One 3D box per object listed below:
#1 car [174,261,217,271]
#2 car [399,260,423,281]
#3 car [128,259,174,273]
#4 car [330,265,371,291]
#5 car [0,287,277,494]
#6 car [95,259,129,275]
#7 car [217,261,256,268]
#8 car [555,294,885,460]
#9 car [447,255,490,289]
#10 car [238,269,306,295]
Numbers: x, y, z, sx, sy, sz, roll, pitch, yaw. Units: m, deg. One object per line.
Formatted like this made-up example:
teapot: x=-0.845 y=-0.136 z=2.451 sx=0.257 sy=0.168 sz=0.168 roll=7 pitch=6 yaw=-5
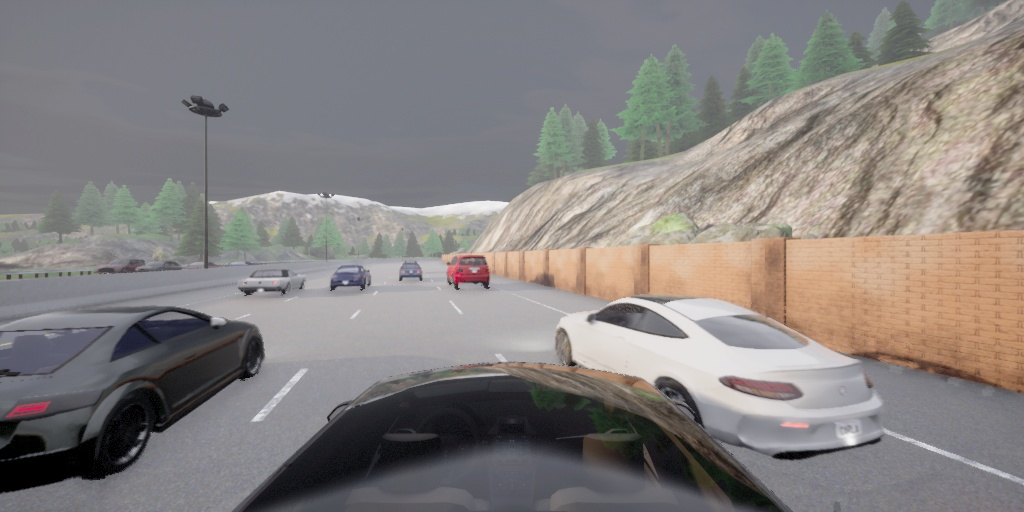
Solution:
car: x=-32.622 y=1.275 z=37.649 sx=1.812 sy=1.442 sz=4.674 roll=0 pitch=0 yaw=-15
car: x=-8.662 y=1.297 z=30.684 sx=2.033 sy=1.411 sz=5.357 roll=0 pitch=0 yaw=-16
car: x=-35.976 y=1.256 z=36.650 sx=1.837 sy=1.490 sz=4.892 roll=0 pitch=0 yaw=-15
car: x=-9.827 y=1.275 z=21.987 sx=1.812 sy=1.442 sz=4.674 roll=0 pitch=0 yaw=-16
car: x=-4.858 y=1.314 z=4.450 sx=1.994 sy=1.385 sz=4.181 roll=0 pitch=0 yaw=-16
car: x=-39.584 y=1.101 z=36.570 sx=2.097 sy=1.767 sz=4.553 roll=0 pitch=0 yaw=-15
car: x=-29.255 y=1.275 z=38.608 sx=1.812 sy=1.442 sz=4.674 roll=0 pitch=0 yaw=-15
car: x=2.198 y=1.275 z=5.221 sx=1.812 sy=1.442 sz=4.674 roll=0 pitch=0 yaw=-16
car: x=-2.919 y=0.972 z=23.284 sx=2.150 sy=2.045 sz=5.566 roll=0 pitch=0 yaw=-16
car: x=-12.729 y=1.350 z=19.399 sx=1.895 sy=1.301 sz=4.718 roll=0 pitch=0 yaw=-16
